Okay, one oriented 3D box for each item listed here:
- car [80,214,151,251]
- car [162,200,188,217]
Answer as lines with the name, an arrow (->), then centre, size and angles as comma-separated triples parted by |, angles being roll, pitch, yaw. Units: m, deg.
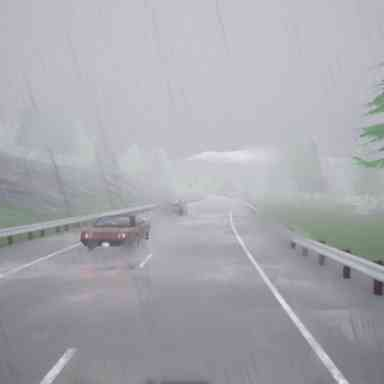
car -> -2.963, 1.589, 14.092 | 1.895, 1.301, 4.718 | 0, 0, 3
car -> -1.548, 1.472, 30.920 | 2.128, 1.511, 4.902 | 0, 0, 6
